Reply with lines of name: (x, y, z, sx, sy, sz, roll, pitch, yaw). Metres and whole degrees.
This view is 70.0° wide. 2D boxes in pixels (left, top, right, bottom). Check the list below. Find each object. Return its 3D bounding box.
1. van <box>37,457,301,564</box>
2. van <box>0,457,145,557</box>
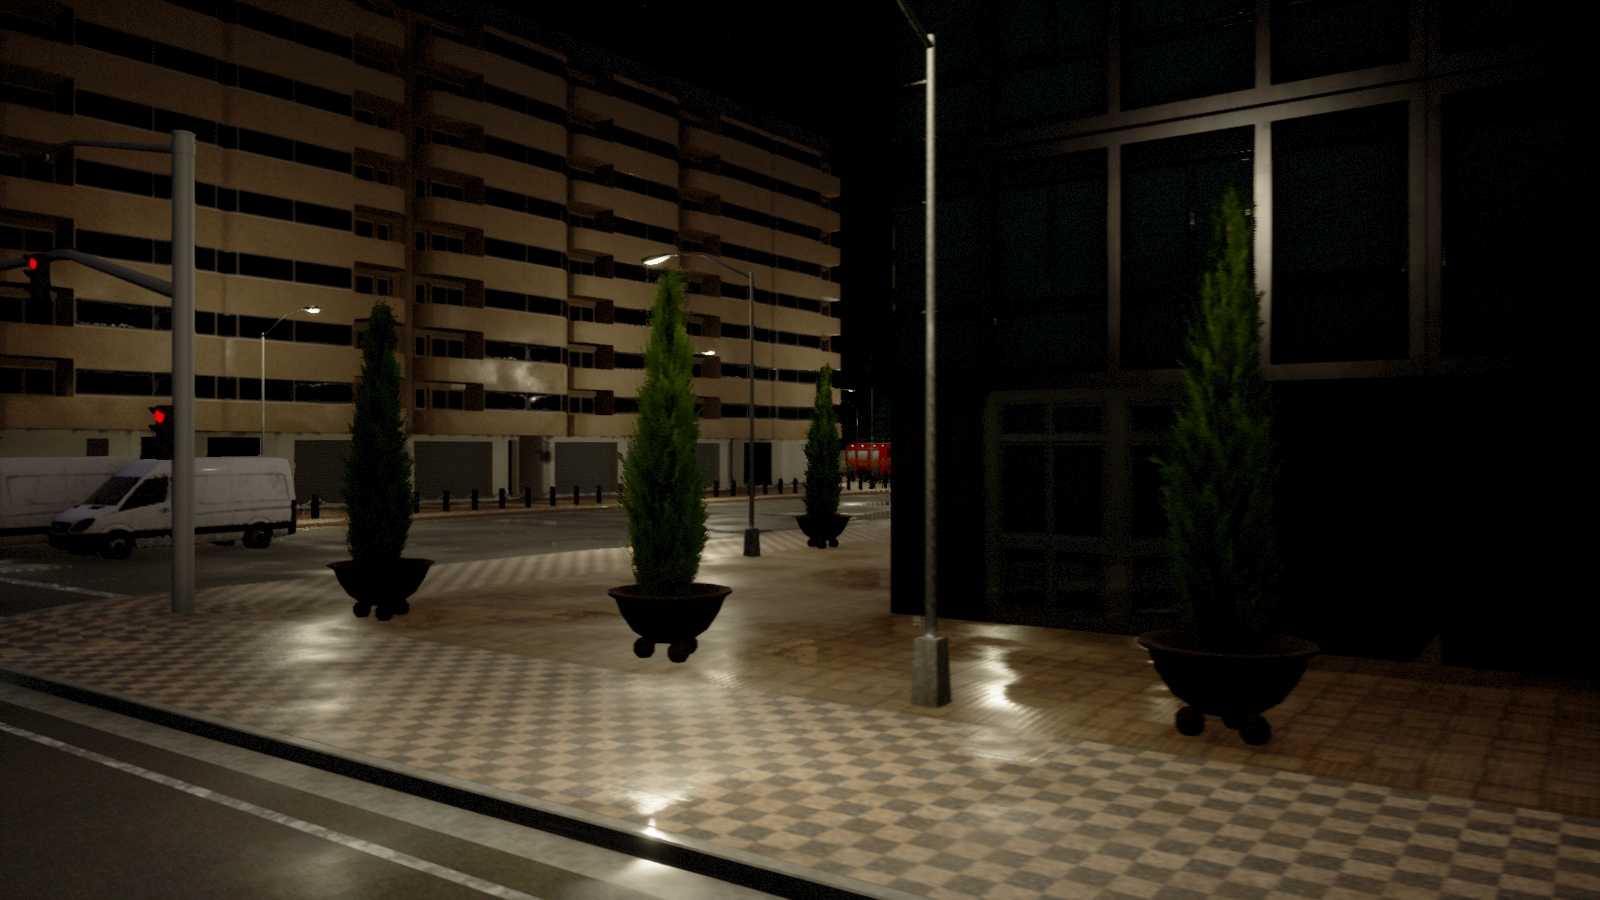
van: (-16.656, 1.477, 30.567, 1.988, 2.561, 5.915, 0, 0, 35)
van: (-21.006, 1.477, 30.406, 1.988, 2.561, 5.915, 0, 0, 34)
